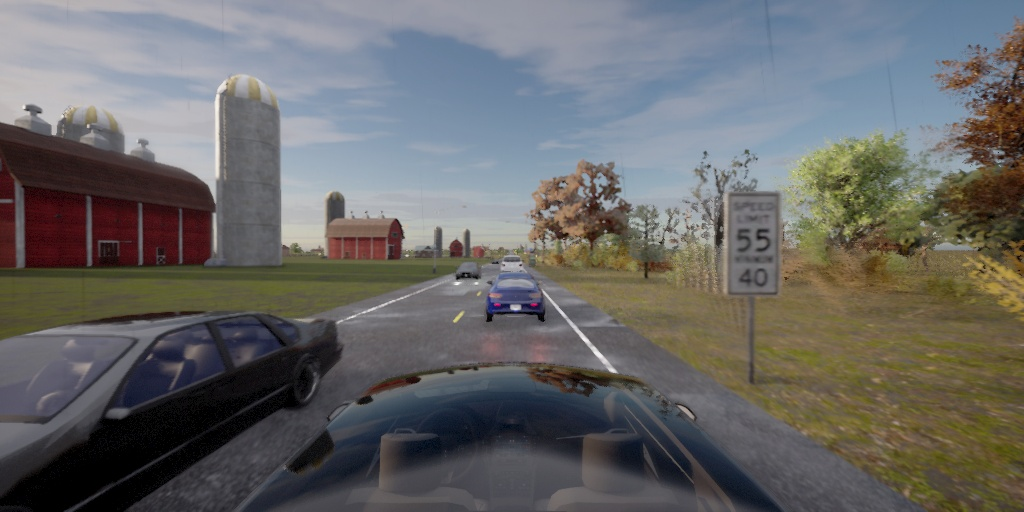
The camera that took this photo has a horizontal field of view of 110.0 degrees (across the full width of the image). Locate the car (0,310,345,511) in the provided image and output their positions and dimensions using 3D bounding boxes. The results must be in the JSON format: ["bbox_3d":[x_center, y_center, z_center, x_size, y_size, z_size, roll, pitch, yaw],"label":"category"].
[{"bbox_3d":[-3.599,1.298,3.434,2.033,1.411,5.357,0,0,0],"label":"car"}]

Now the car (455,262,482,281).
[{"bbox_3d":[-3.569,1.261,30.273,1.837,1.490,4.892,0,0,0],"label":"car"}]

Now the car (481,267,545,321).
[{"bbox_3d":[0.105,1.278,12.381,1.812,1.442,4.674,0,0,0],"label":"car"}]

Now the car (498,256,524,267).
[{"bbox_3d":[0.022,0.980,35.330,2.150,2.045,5.566,0,0,0],"label":"car"}]
